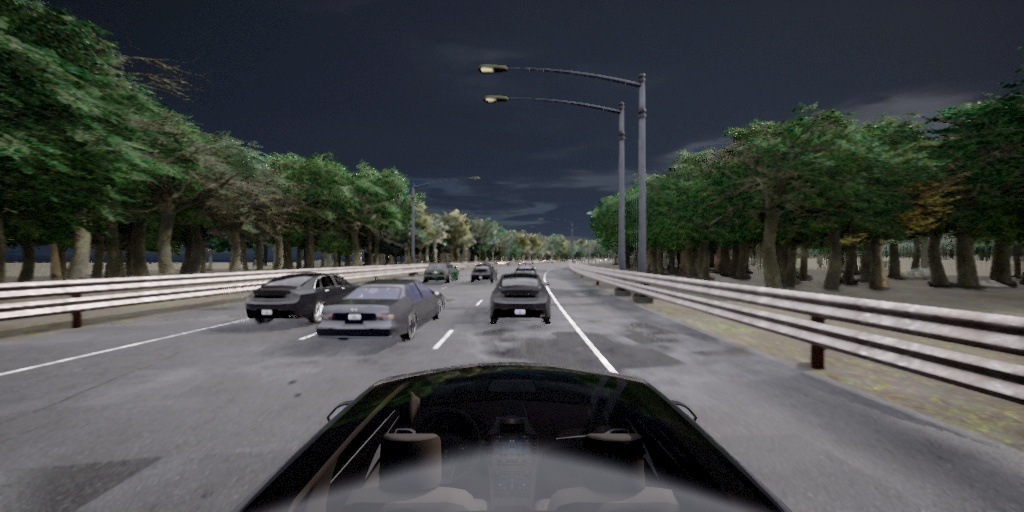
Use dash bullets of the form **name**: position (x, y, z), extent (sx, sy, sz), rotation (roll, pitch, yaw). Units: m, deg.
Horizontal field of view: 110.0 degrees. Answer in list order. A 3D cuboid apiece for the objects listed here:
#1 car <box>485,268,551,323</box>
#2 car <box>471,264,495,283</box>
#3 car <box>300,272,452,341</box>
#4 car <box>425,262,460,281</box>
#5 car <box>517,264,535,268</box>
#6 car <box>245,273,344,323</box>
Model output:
- **car**: position (0.293, 1.334, 12.479), extent (1.837, 1.490, 4.892), rotation (0, 0, 2)
- **car**: position (-2.291, 1.463, 30.710), extent (1.837, 1.490, 4.892), rotation (0, 0, 4)
- **car**: position (-3.285, 1.357, 10.109), extent (2.033, 1.411, 5.357), rotation (0, 0, 1)
- **car**: position (-5.830, 1.305, 30.231), extent (2.097, 1.767, 4.553), rotation (0, 0, 4)
- **car**: position (1.217, 1.452, 30.675), extent (2.128, 1.511, 4.902), rotation (0, 0, 4)
- **car**: position (-6.713, 1.328, 12.336), extent (1.837, 1.490, 4.892), rotation (0, 0, 1)
